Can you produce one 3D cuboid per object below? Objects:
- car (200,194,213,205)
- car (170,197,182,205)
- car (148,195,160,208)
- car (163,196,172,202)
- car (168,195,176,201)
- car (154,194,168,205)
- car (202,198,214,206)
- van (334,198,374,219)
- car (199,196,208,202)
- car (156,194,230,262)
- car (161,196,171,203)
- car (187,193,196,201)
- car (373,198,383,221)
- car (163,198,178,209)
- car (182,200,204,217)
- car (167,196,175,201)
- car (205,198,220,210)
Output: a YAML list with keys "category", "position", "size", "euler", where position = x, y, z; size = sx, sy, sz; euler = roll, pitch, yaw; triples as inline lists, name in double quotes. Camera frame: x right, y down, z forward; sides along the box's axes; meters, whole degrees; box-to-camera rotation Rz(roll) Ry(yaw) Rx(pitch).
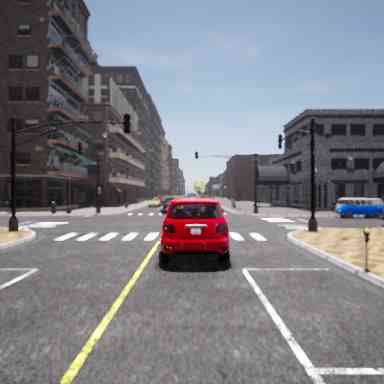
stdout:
- category: "car"
  position: [2.690, 1.396, 61.865]
  size: [2.192, 1.841, 5.009]
  euler: [0, 0, 0]
- category: "car"
  position: [-3.024, 1.648, 64.026]
  size: [1.994, 1.385, 4.181]
  euler: [0, 0, 1]
- category: "car"
  position: [-5.691, 1.585, 50.615]
  size: [1.752, 1.417, 4.829]
  euler: [0, 0, 0]
- category: "car"
  position: [-5.693, 1.643, 78.311]
  size: [1.752, 1.417, 4.829]
  euler: [0, 0, 0]
- category: "car"
  position: [-5.693, 1.603, 95.099]
  size: [1.967, 1.590, 4.097]
  euler: [0, 0, 0]
- category: "car"
  position: [-5.691, 1.396, 61.864]
  size: [2.192, 1.841, 5.009]
  euler: [0, 0, 0]
- category: "car"
  position: [2.689, 1.652, 56.325]
  size: [1.802, 1.307, 4.206]
  euler: [0, 0, 0]
- category: "van"
  position: [14.898, 1.436, 29.732]
  size: [3.998, 1.788, 1.690]
  euler: [0, 0, 0]
- category: "car"
  position: [2.688, 1.669, 78.482]
  size: [2.008, 1.369, 4.403]
  euler: [0, 0, 0]
- category: "car"
  position: [0.015, 1.230, 12.240]
  size: [2.150, 2.045, 5.566]
  euler: [0, 0, -2]
- category: "car"
  position: [-5.692, 1.655, 72.942]
  size: [2.008, 1.369, 4.403]
  euler: [0, 0, 0]
- category: "car"
  position: [-0.004, 1.241, 82.087]
  size: [2.150, 2.045, 5.566]
  euler: [0, 0, 0]
- category: "car"
  position: [14.921, 1.365, 21.353]
  size: [5.009, 1.841, 2.192]
  euler: [0, 0, 0]
- category: "car"
  position: [-3.082, 1.581, 47.565]
  size: [1.812, 1.442, 4.674]
  euler: [0, 0, 0]
- category: "car"
  position: [0.100, 1.593, 33.460]
  size: [2.033, 1.411, 5.357]
  euler: [0, 0, 0]
- category: "car"
  position: [-5.694, 1.692, 89.560]
  size: [1.887, 1.381, 4.507]
  euler: [0, 0, 0]
- category: "car"
  position: [2.690, 1.577, 45.417]
  size: [1.752, 1.417, 4.829]
  euler: [0, 0, 0]
